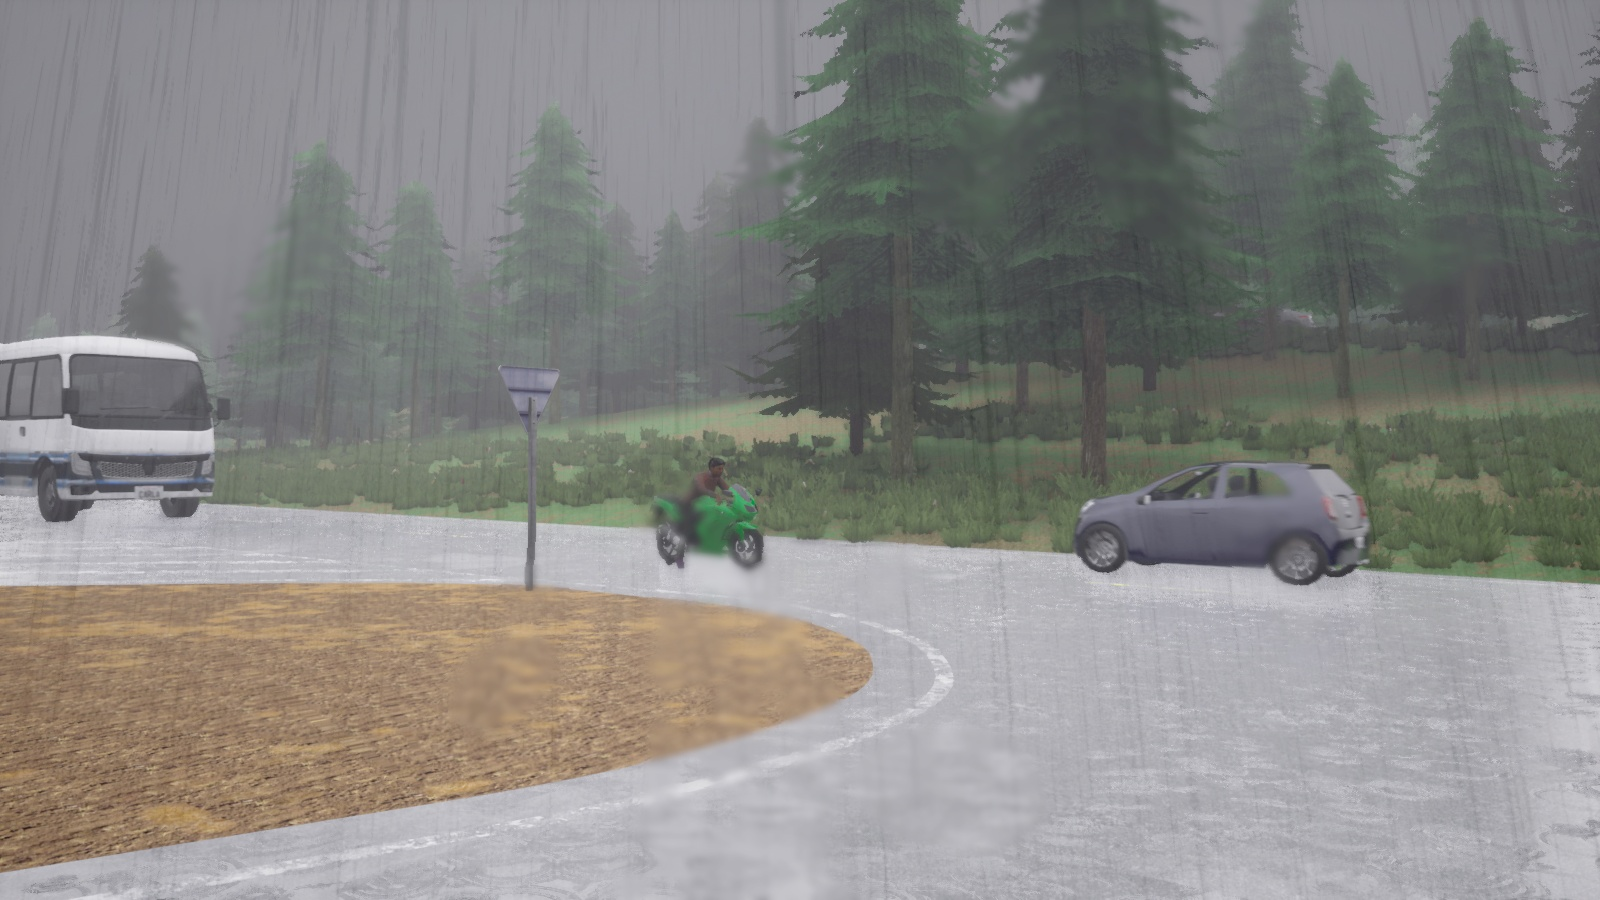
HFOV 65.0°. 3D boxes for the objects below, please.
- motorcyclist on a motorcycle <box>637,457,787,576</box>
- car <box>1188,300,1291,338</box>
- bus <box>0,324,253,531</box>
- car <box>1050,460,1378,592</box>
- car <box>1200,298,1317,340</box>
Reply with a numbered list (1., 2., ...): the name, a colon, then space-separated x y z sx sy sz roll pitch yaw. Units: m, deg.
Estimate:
1. motorcyclist on a motorcycle: -1.223 0.864 17.152 2.044 1.523 0.797 0 0 39
2. car: 20.624 -6.114 58.950 4.181 1.385 1.994 1 0 35
3. bus: -17.826 -0.448 30.587 10.273 4.253 3.944 0 0 39
4. car: 5.338 0.893 16.353 3.633 1.501 1.845 0 0 39
5. car: 22.460 -6.384 61.572 5.027 1.651 2.152 1 0 31
